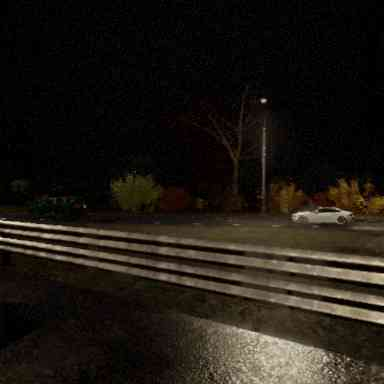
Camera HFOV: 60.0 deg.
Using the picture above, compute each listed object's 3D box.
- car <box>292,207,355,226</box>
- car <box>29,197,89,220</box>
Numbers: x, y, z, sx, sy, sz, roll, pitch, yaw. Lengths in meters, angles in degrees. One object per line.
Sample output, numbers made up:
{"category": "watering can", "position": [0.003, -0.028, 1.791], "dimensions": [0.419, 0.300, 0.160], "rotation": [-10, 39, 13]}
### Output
{"category": "car", "position": [10.394, 1.891, 26.495], "dimensions": [4.674, 1.442, 1.812], "rotation": [0, 0, 12]}
{"category": "car", "position": [-12.639, 1.472, 31.634], "dimensions": [5.566, 2.045, 2.150], "rotation": [0, 0, 13]}
